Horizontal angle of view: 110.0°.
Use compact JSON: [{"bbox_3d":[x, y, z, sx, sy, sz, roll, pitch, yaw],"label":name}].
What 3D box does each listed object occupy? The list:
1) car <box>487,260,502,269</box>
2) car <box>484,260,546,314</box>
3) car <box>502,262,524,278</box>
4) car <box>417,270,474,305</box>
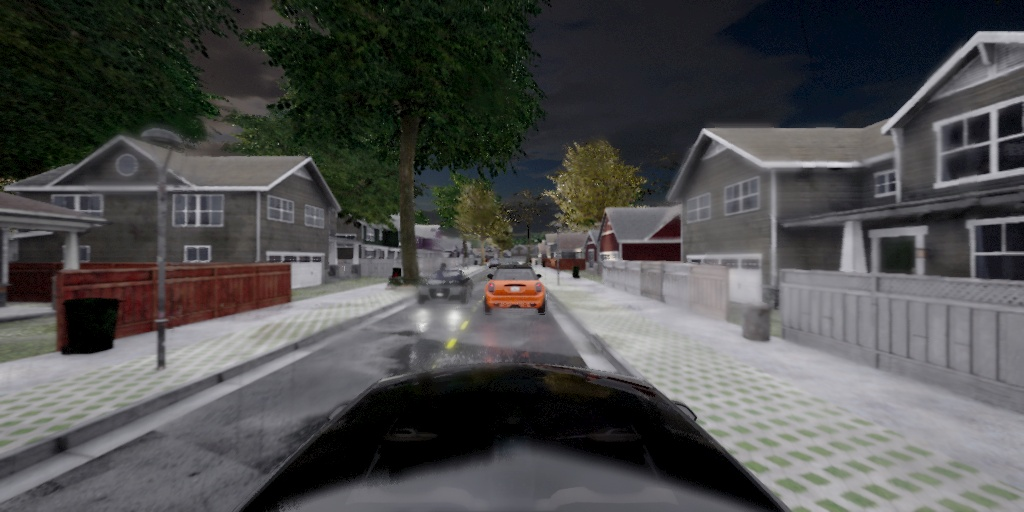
[{"bbox_3d":[-2.785,1.381,58.411,2.033,1.411,5.357,0,0,1],"label":"car"},{"bbox_3d":[0.101,1.107,13.928,2.097,1.767,4.553,0,0,0],"label":"car"},{"bbox_3d":[0.087,1.330,36.345,2.033,1.411,5.357,0,0,0],"label":"car"},{"bbox_3d":[-2.847,1.321,16.059,1.994,1.385,4.181,0,0,0],"label":"car"}]
